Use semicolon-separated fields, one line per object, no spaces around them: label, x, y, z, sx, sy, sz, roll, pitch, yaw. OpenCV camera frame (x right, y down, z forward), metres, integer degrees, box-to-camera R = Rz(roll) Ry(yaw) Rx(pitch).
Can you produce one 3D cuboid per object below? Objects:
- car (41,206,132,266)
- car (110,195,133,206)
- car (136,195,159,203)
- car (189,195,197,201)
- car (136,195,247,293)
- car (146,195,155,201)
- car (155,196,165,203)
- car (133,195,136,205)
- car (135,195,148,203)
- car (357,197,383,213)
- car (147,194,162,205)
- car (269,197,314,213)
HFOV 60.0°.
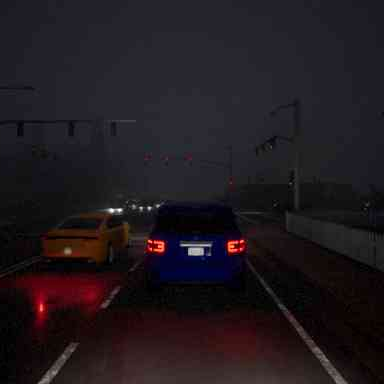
car;-3.395;1.480;11.619;1.882;1.535;5.008;0;0;0
car;-10.477;1.501;48.207;2.128;1.511;4.902;0;0;0
car;-6.966;1.557;52.205;2.033;1.411;5.357;0;0;0
car;0.221;1.557;88.985;2.033;1.411;5.357;0;0;0
car;0.085;1.223;8.996;2.150;2.045;5.566;0;0;0
car;-10.294;1.524;82.776;1.812;1.442;4.674;0;0;0
car;-6.822;1.538;71.685;1.812;1.442;4.674;0;0;0
car;-10.436;1.363;57.419;2.097;1.767;4.553;0;0;0
car;-10.340;1.490;67.906;1.882;1.535;5.008;0;0;0
car;20.518;1.359;36.268;4.553;1.767;2.097;0;0;-1
car;-6.911;1.364;61.687;2.097;1.767;4.553;0;0;0
car;10.736;1.359;36.049;4.553;1.767;2.097;0;0;-1
